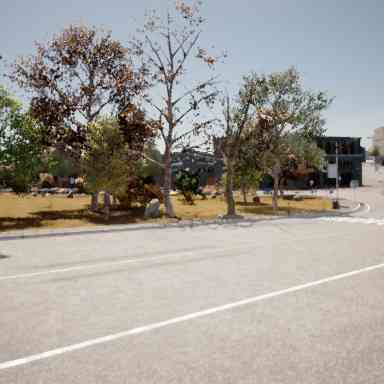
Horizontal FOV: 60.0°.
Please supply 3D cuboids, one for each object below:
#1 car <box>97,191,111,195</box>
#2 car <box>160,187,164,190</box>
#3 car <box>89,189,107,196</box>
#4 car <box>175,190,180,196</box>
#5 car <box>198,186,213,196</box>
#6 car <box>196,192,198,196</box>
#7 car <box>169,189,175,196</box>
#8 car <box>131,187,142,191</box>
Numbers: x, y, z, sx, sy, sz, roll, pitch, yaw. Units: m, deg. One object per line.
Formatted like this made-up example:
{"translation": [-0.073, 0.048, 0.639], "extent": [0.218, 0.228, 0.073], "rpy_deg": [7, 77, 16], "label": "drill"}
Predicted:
{"translation": [-22.427, 0.131, 85.705], "extent": [1.946, 1.575, 5.366], "rpy_deg": [0, 3, 19], "label": "car"}
{"translation": [-5.949, -0.022, 73.119], "extent": [2.435, 2.045, 5.566], "rpy_deg": [-2, 2, 17], "label": "car"}
{"translation": [-24.679, 0.089, 87.748], "extent": [2.097, 1.535, 5.008], "rpy_deg": [0, 3, 19], "label": "car"}
{"translation": [-1.201, 0.046, 69.496], "extent": [2.185, 1.767, 4.553], "rpy_deg": [-2, 2, 16], "label": "car"}
{"translation": [3.582, -0.165, 65.964], "extent": [2.435, 2.045, 5.566], "rpy_deg": [-1, 2, 16], "label": "car"}
{"translation": [1.194, -0.124, 67.783], "extent": [2.435, 2.045, 5.566], "rpy_deg": [-2, 2, 16], "label": "car"}
{"translation": [-3.612, 0.210, 71.125], "extent": [1.946, 1.575, 5.366], "rpy_deg": [-1, 2, 17], "label": "car"}
{"translation": [-13.041, -0.008, 78.485], "extent": [2.435, 2.045, 5.566], "rpy_deg": [0, 2, 18], "label": "car"}
